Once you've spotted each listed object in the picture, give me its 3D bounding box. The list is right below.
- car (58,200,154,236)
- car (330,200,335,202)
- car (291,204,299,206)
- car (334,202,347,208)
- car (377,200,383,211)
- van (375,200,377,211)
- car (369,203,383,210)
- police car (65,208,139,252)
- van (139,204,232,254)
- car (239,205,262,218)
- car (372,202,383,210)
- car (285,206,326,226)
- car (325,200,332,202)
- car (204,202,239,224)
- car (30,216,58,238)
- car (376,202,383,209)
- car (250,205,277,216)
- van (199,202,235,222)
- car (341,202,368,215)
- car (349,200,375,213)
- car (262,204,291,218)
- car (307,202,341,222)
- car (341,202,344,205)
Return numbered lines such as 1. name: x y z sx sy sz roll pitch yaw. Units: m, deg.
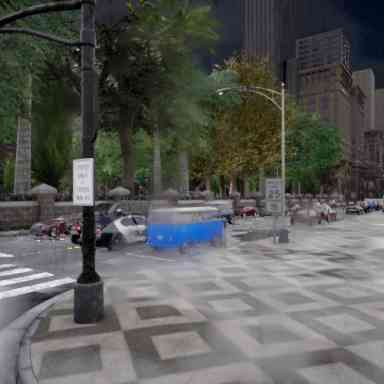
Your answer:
1. car: -4.215 1.481 18.611 2.150 2.045 5.566 0 -1 36
2. car: 28.261 2.562 68.614 2.192 1.841 5.009 -1 -2 36
3. car: 15.408 2.472 50.637 1.802 1.307 4.206 -1 -2 36
4. car: 34.690 2.985 77.592 1.947 1.339 4.313 -1 -2 36
5. car: 31.987 2.431 59.170 2.192 1.841 5.009 -2 -2 36
6. van: 28.774 2.368 54.677 1.690 1.788 3.998 -2 -2 36
7. car: 35.203 2.786 63.656 1.802 1.307 4.206 -2 -2 36
8. police car: -2.858 1.720 15.173 2.038 1.542 4.974 0 -1 36
9. van: -0.147 1.551 14.245 1.690 1.788 3.998 -2 -2 36
10. car: 5.768 2.163 37.160 1.887 1.381 4.507 -1 -2 36
11. car: 38.416 2.841 68.149 2.008 1.369 4.403 -1 -2 36
12. car: 9.495 2.065 27.716 1.802 1.307 4.206 -2 -2 36
13. car: 25.049 2.741 64.114 1.802 1.307 4.206 -1 -2 36
14. car: 1.592 1.777 26.722 2.097 1.767 4.553 0 -1 36
15. car: -7.085 1.835 19.189 1.802 1.307 4.206 -1 -2 36
16. car: 41.630 2.920 72.642 1.887 1.381 4.507 -1 -2 36
17. car: 8.982 2.291 41.652 1.802 1.307 4.206 -1 -2 36
18. van: 2.553 1.868 32.673 1.690 1.788 3.998 -1 -2 36
19. car: 22.349 2.412 45.687 1.947 1.339 4.313 -2 -2 36
20. car: 25.560 2.252 50.185 2.192 1.841 5.009 -2 -2 36
21. car: 9.080 2.137 37.162 1.837 1.490 4.892 0 0 36
22. car: 12.707 2.015 32.213 1.967 1.590 4.097 -2 -2 36
23. car: 31.476 2.900 73.100 1.947 1.339 4.313 -1 -2 36
